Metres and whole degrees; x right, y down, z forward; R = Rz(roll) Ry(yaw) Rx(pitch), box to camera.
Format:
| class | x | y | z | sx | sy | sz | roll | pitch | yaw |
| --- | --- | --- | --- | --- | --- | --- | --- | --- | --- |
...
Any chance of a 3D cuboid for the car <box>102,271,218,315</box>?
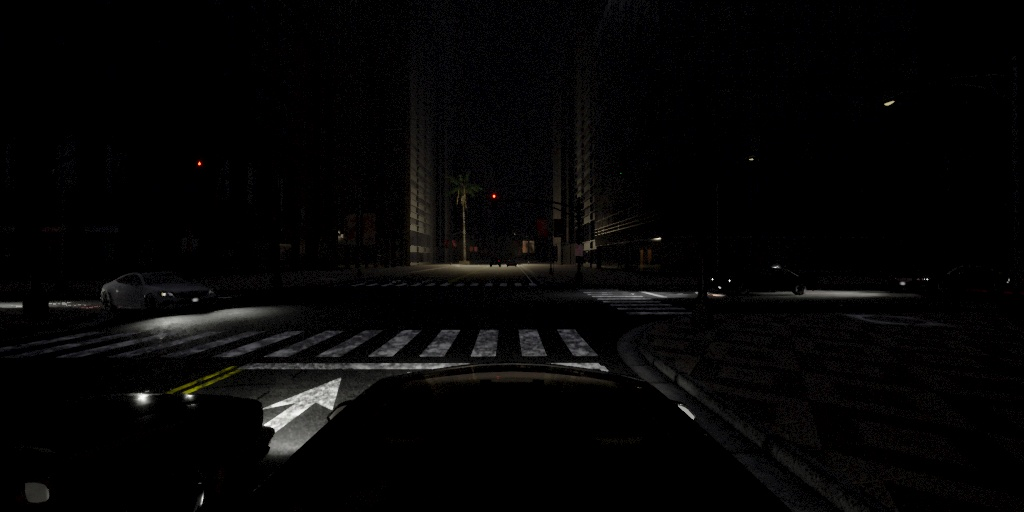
| class | x | y | z | sx | sy | sz | roll | pitch | yaw |
| --- | --- | --- | --- | --- | --- | --- | --- | --- | --- |
| car | -13.393 | 1.301 | 13.572 | 4.674 | 1.442 | 1.812 | -1 | -1 | 21 |

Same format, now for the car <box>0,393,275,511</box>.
| class | x | y | z | sx | sy | sz | roll | pitch | yaw |
| --- | --- | --- | --- | --- | --- | --- | --- | --- | --- |
| car | -3.176 | 1.297 | 0.710 | 2.033 | 1.411 | 5.357 | 0 | 0 | 4 |

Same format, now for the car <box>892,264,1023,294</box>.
| class | x | y | z | sx | sy | sz | roll | pitch | yaw |
| --- | --- | --- | --- | --- | --- | --- | --- | --- | --- |
| car | 23.003 | 1.173 | 18.900 | 4.902 | 1.511 | 2.128 | 0 | 0 | -1 |

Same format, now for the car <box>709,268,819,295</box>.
| class | x | y | z | sx | sy | sz | roll | pitch | yaw |
| --- | --- | --- | --- | --- | --- | --- | --- | --- | --- |
| car | 12.997 | 1.316 | 18.734 | 4.718 | 1.301 | 1.895 | 0 | 0 | -2 |
